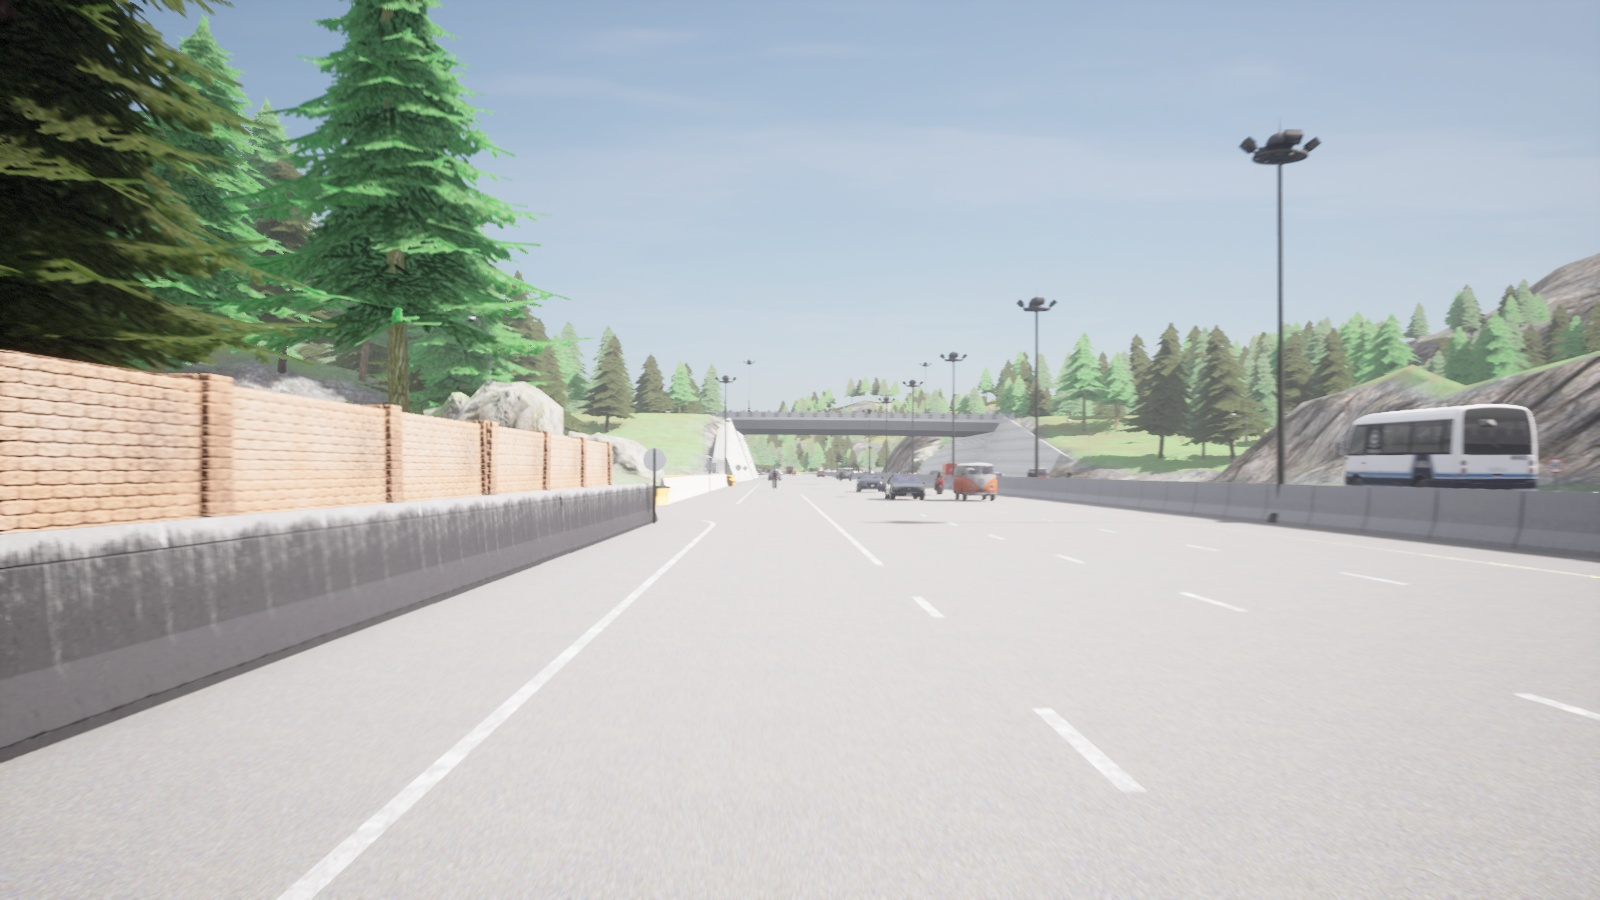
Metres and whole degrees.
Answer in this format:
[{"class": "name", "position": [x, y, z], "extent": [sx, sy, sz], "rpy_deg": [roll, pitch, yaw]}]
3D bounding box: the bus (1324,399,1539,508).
[{"class": "bus", "position": [26.876, 0.177, 54.313], "extent": [3.944, 4.253, 10.273], "rpy_deg": [0, -1, -1]}]

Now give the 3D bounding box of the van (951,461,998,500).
[{"class": "van", "position": [9.133, 1.600, 66.063], "extent": [1.775, 1.987, 4.442], "rpy_deg": [0, -1, -1]}]

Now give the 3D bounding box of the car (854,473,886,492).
[{"class": "car", "position": [5.094, 2.358, 91.929], "extent": [1.994, 1.385, 4.181], "rpy_deg": [0, -1, -1]}]

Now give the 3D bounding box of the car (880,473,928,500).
[{"class": "car", "position": [5.592, 1.947, 68.055], "extent": [2.033, 1.411, 5.357], "rpy_deg": [0, -1, -1]}]
